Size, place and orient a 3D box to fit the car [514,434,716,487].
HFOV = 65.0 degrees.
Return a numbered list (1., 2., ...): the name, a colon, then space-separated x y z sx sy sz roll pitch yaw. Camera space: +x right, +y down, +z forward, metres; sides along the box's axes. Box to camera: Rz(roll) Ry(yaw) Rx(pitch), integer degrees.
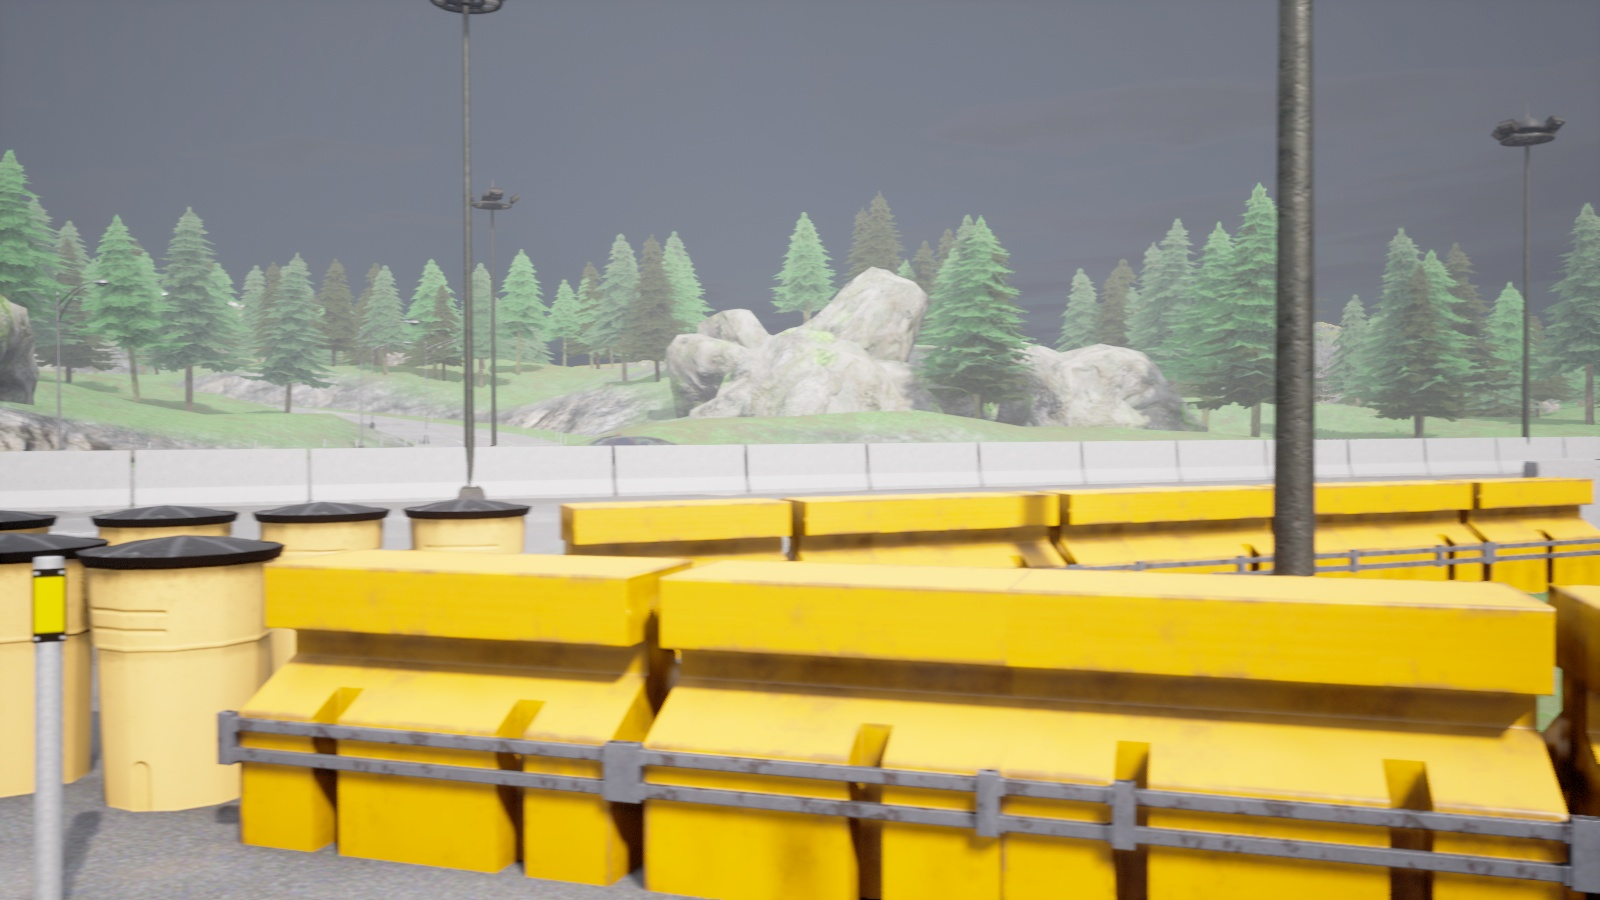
1. car: -5.278 0.253 35.885 5.357 1.411 2.033 0 1 -24
